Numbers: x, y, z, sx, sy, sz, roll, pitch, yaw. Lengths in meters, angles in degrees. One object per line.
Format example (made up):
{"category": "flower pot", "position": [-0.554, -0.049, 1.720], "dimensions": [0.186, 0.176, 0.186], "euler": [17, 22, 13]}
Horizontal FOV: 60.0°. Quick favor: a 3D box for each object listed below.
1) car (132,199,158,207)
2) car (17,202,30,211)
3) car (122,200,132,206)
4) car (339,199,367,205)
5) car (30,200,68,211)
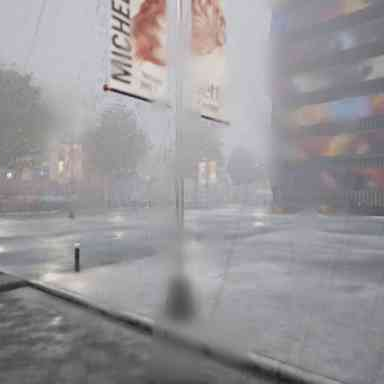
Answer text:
{"category": "car", "position": [-7.918, 2.015, 59.653], "dimensions": [1.812, 1.442, 4.674], "euler": [0, -1, 39]}
{"category": "car", "position": [-22.388, 1.908, 47.709], "dimensions": [2.128, 1.511, 4.902], "euler": [0, 0, 40]}
{"category": "car", "position": [-10.841, 2.062, 61.613], "dimensions": [1.994, 1.385, 4.181], "euler": [0, -1, 40]}
{"category": "car", "position": [17.511, 1.550, 35.552], "dimensions": [2.002, 1.452, 4.674], "euler": [0, -1, 39]}
{"category": "car", "position": [-19.387, 1.959, 45.860], "dimensions": [1.994, 1.385, 4.181], "euler": [0, 0, 39]}
